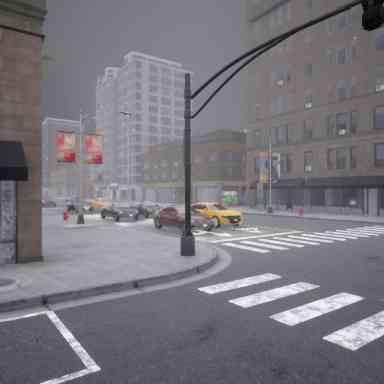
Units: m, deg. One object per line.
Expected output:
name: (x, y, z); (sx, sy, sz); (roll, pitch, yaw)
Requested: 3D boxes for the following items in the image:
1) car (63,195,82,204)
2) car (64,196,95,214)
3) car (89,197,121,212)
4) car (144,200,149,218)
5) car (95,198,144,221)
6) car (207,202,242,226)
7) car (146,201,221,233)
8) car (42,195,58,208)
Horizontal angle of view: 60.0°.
car: (-21.687, 1.408, 60.202); (1.837, 1.490, 4.892); (0, 0, -36)
car: (-11.896, 1.442, 35.196); (2.128, 1.511, 4.902); (0, 0, -36)
car: (-10.114, 1.422, 38.286); (1.882, 1.535, 5.008); (0, 0, -36)
car: (-4.178, 1.485, 30.065); (1.812, 1.442, 4.674); (0, 0, -36)
car: (-5.967, 1.492, 26.989); (1.812, 1.442, 4.674); (0, 0, -36)
car: (1.265, 1.451, 22.502); (1.882, 1.535, 5.008); (0, 0, -35)
car: (-0.646, 1.505, 19.615); (1.812, 1.442, 4.674); (0, 0, -35)
car: (-20.853, 1.279, 47.748); (2.097, 1.767, 4.553); (0, 0, -36)
